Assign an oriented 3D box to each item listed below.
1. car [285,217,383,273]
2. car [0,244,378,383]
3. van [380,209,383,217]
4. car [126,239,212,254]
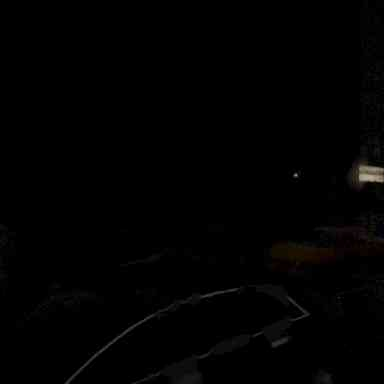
[{"bbox_3d":[3.917,1.587,9.437,4.829,1.417,1.752,1,0,-35],"label":"car"},{"bbox_3d":[-0.492,1.514,3.027,4.892,1.490,1.837,1,0,-35],"label":"car"},{"bbox_3d":[8.624,1.444,12.793,3.998,1.788,1.690,1,0,-35],"label":"van"},{"bbox_3d":[-0.513,1.604,6.280,4.206,1.307,1.802,1,0,-35],"label":"car"}]
